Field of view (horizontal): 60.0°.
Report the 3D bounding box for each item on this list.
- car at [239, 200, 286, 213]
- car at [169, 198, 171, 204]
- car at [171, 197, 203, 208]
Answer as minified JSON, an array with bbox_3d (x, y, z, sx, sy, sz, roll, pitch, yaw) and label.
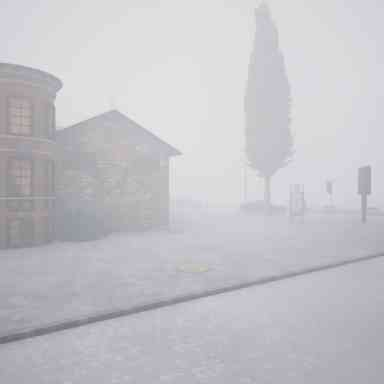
[{"bbox_3d":[7.437,1.547,35.842,2.033,1.411,5.357,0,0,-36],"label":"car"},{"bbox_3d":[-5.334,1.601,60.937,1.895,1.301,4.718,0,0,-35],"label":"car"},{"bbox_3d":[-0.399,1.491,46.823,2.128,1.511,4.902,0,0,-35],"label":"car"}]
